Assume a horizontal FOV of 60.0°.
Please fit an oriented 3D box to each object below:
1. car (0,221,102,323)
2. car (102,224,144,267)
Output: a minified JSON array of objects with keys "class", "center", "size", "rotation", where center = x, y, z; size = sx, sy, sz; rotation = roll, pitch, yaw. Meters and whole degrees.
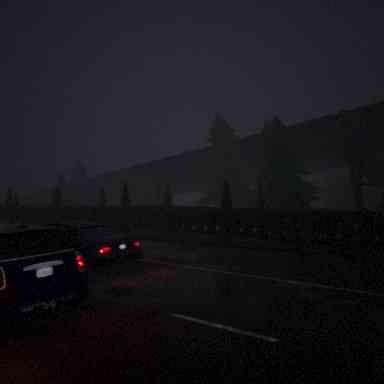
[{"class":"car","center":[-4.306,1.455,7.041],"size":[4.553,1.767,2.097],"rotation":[-1,-1,35]},{"class":"car","center":[-4.061,1.685,11.159],"size":[5.357,1.411,2.033],"rotation":[-1,-1,35]}]
